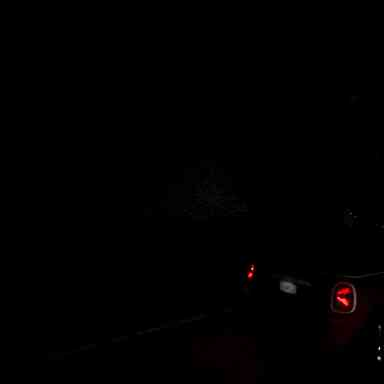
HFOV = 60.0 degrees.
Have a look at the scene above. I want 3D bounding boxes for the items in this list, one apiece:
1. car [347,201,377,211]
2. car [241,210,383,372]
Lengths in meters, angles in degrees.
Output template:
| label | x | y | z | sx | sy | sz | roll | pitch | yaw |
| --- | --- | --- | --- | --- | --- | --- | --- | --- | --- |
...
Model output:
| label | x | y | z | sx | sy | sz | roll | pitch | yaw |
| --- | --- | --- | --- | --- | --- | --- | --- | --- | --- |
| car | 12.603 | 1.491 | 26.069 | 4.553 | 1.767 | 2.097 | 1 | 0 | -36 |
| car | 3.077 | 1.384 | 5.953 | 4.553 | 1.767 | 2.097 | 1 | 0 | -36 |
